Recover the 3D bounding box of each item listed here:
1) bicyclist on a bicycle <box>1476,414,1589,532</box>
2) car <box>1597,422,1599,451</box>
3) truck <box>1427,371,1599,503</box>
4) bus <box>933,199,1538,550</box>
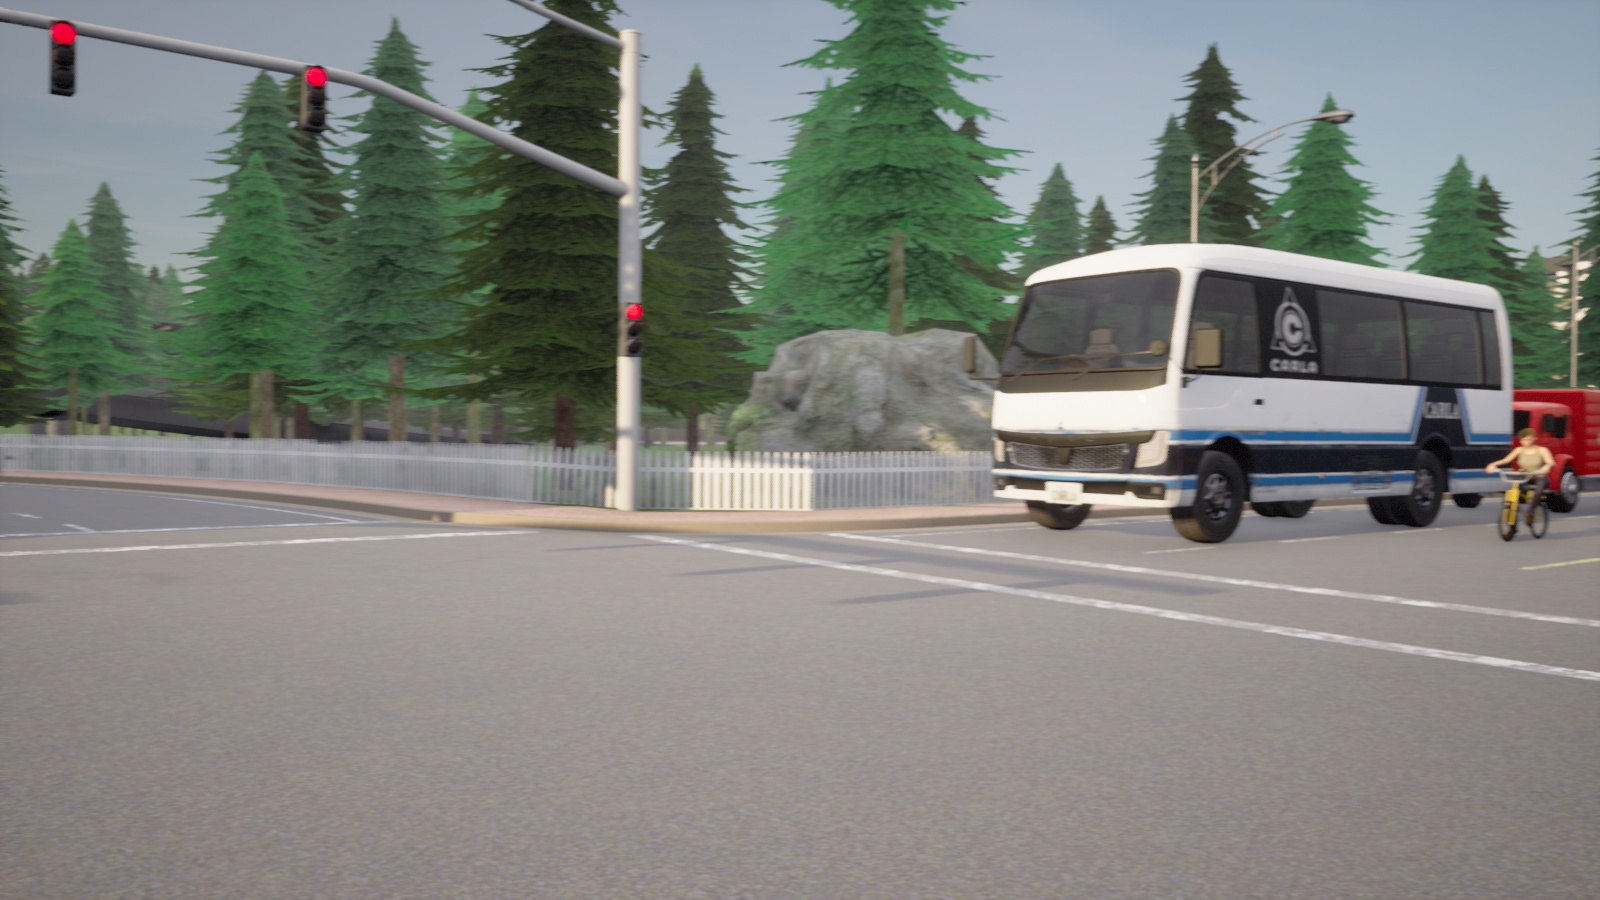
[{"bbox_3d":[10.448,0.302,17.905,1.509,1.612,0.866,-1,1,-37],"label":"bicyclist on a bicycle"},{"bbox_3d":[44.776,-0.736,66.692,1.789,1.549,3.705,-1,1,-35],"label":"car"},{"bbox_3d":[15.679,-0.298,26.159,5.204,2.467,2.627,-1,1,-37],"label":"truck"},{"bbox_3d":[7.260,-1.012,19.892,10.273,4.253,3.944,-1,1,-37],"label":"bus"}]
